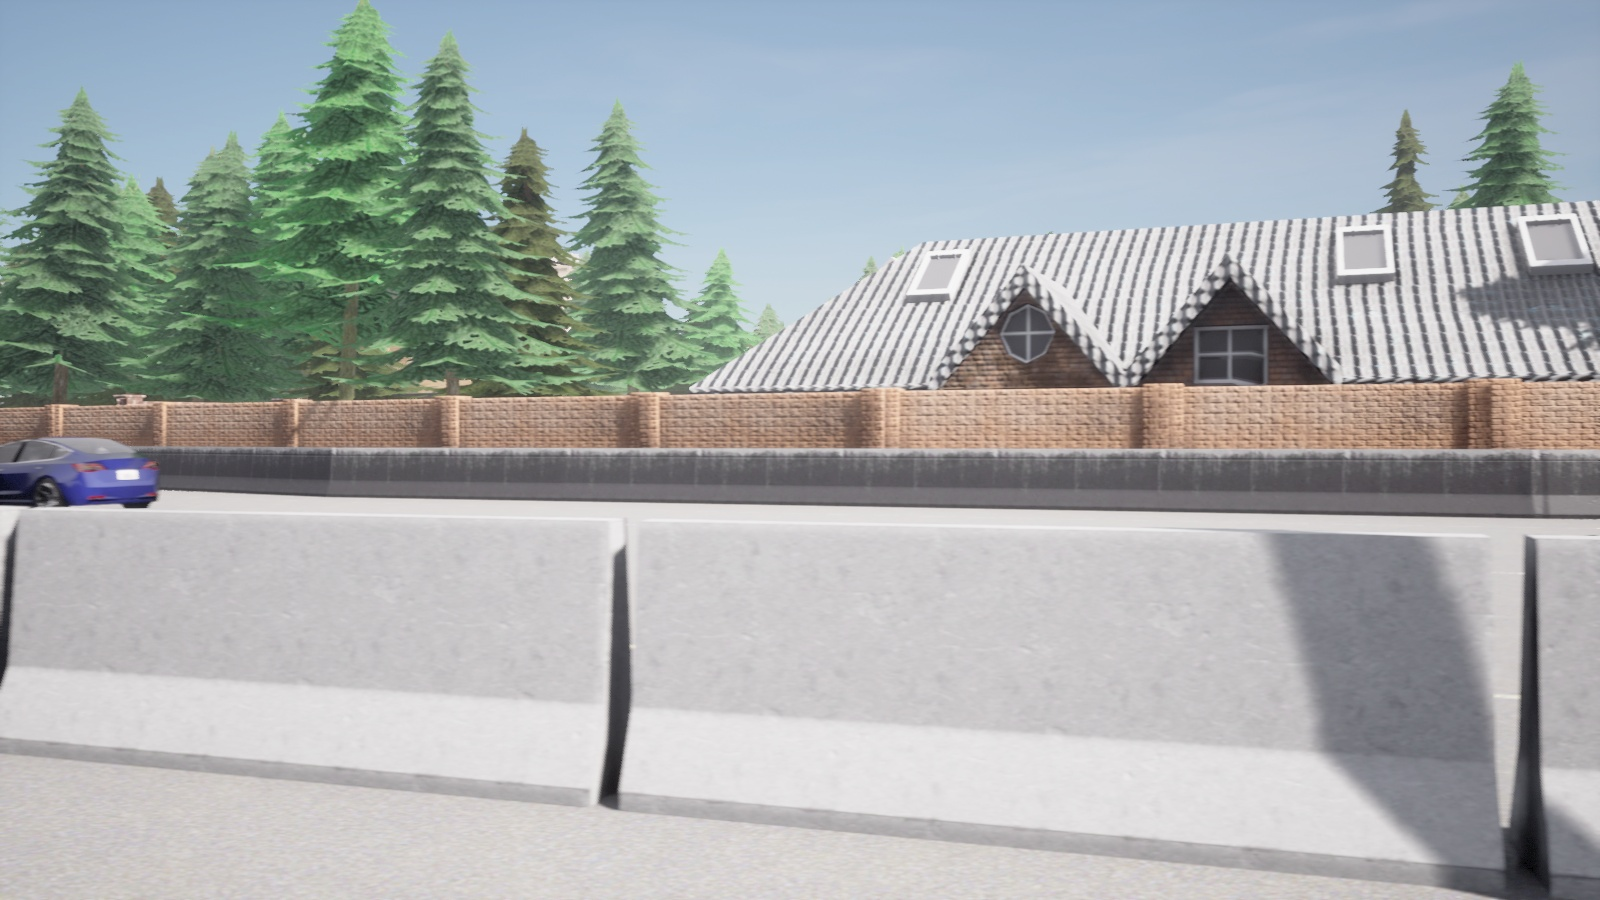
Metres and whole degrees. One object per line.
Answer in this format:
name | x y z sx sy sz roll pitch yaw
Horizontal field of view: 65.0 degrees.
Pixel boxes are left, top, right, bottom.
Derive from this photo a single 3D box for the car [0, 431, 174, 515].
car | -14.815 0.380 24.534 4.792 1.488 2.163 1 1 27
